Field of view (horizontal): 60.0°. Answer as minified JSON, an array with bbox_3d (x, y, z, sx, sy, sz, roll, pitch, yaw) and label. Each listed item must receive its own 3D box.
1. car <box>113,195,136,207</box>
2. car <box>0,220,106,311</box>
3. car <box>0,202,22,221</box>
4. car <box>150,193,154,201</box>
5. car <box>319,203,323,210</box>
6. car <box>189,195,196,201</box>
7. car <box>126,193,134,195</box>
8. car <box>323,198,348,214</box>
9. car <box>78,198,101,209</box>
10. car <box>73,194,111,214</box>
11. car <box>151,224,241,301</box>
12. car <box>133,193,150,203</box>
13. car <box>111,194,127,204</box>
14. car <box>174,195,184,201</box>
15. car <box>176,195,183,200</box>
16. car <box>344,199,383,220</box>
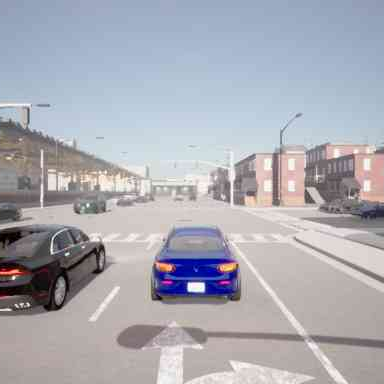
[{"bbox_3d":[-10.507,1.561,52.256,1.994,1.385,4.181,0,0,0],"label":"car"},{"bbox_3d":[-3.416,1.504,7.761,1.837,1.490,4.892,0,0,0],"label":"car"},{"bbox_3d":[-14.061,1.490,23.719,2.128,1.511,4.902,0,0,0],"label":"car"},{"bbox_3d":[-10.368,1.217,80.373,2.150,2.045,5.566,0,0,0],"label":"car"},{"bbox_3d":[17.082,1.503,38.028,4.892,1.490,1.837,0,0,0],"label":"car"},{"bbox_3d":[0.134,1.495,81.583,1.837,1.490,4.892,0,0,0],"label":"car"},{"bbox_3d":[-13.878,1.221,74.565,2.150,2.045,5.566,0,0,0],"label":"car"},{"bbox_3d":[16.779,1.489,34.521,4.902,1.511,2.128,0,0,0],"label":"car"},{"bbox_3d":[-14.021,1.523,45.724,1.812,1.442,4.674,0,0,0],"label":"car"},{"bbox_3d":[-10.544,1.219,34.938,2.150,2.045,5.566,0,0,0],"label":"car"},{"bbox_3d":[0.091,1.525,8.219,1.812,1.442,4.674,0,0,0],"label":"car"},{"bbox_3d":[-10.393,1.474,68.456,1.882,1.535,5.008,0,0,0],"label":"car"},{"bbox_3d":[-13.953,1.522,62.204,1.812,1.442,4.674,0,0,1],"label":"car"},{"bbox_3d":[-3.366,1.590,82.083,1.895,1.301,4.718,0,0,0],"label":"car"},{"bbox_3d":[-3.349,1.519,92.129,1.812,1.442,4.674,0,0,0],"label":"car"},{"bbox_3d":[15.837,1.546,27.302,5.357,1.411,2.033,0,0,0],"label":"car"}]
